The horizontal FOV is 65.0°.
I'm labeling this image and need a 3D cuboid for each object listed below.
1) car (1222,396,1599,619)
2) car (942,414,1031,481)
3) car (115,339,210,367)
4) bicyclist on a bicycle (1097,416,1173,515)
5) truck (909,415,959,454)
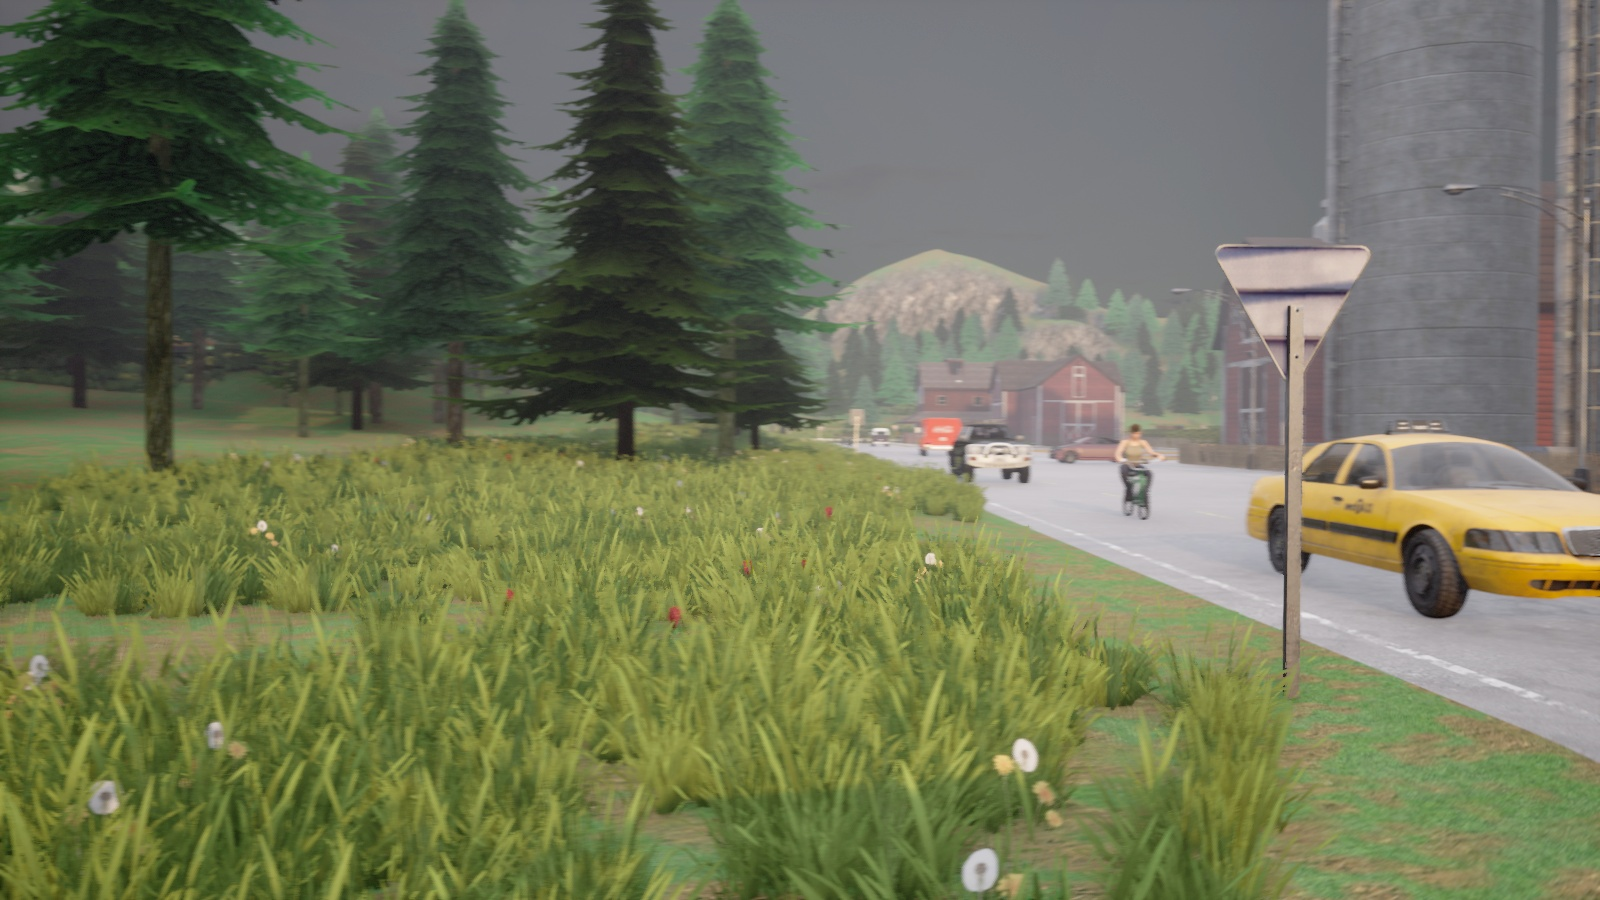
[{"bbox_3d":[5.740,0.366,11.621,1.801,1.575,5.366,-1,1,0],"label":"car"},{"bbox_3d":[5.520,-0.091,37.679,1.932,1.855,4.605,-1,1,0],"label":"car"},{"bbox_3d":[-41.785,-6.385,82.452,1.801,1.575,5.366,0,6,30],"label":"car"},{"bbox_3d":[5.655,0.240,21.280,0.866,1.612,1.509,-1,1,-1],"label":"bicyclist on a bicycle"},{"bbox_3d":[8.647,-1.007,81.643,2.627,2.467,5.204,-1,1,0],"label":"truck"}]
